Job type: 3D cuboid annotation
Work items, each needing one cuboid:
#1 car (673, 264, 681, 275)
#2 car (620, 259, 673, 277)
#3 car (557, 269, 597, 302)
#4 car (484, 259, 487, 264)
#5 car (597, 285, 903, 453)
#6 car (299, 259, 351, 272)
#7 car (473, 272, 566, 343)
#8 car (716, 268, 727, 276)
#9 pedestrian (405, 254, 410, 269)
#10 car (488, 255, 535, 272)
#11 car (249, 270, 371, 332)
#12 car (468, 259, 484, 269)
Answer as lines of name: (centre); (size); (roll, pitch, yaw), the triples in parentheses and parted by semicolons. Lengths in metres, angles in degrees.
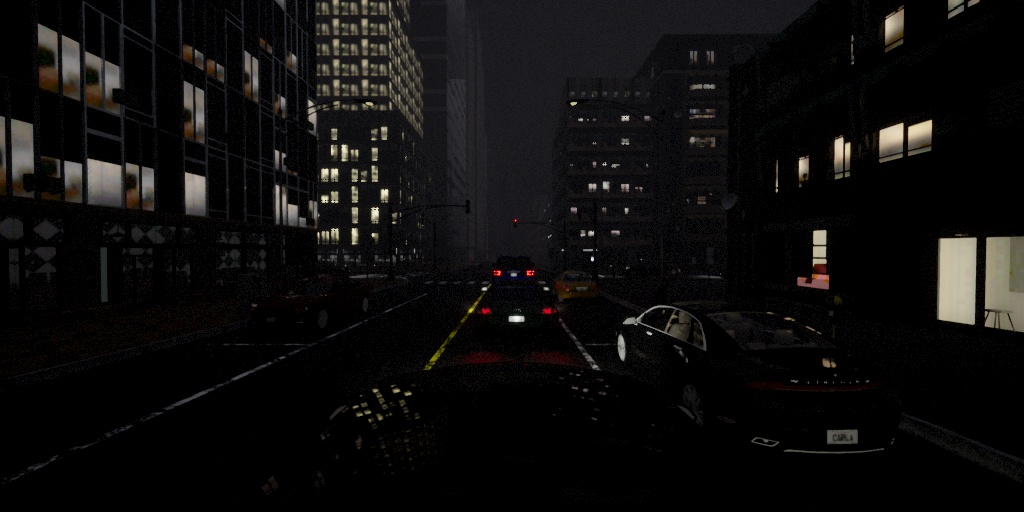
car: (16.294, 1.373, 39.661); (4.403, 1.370, 2.007); (0, 0, 1)
car: (13.600, 1.195, 37.066); (4.553, 1.767, 2.097); (0, 1, 0)
car: (2.813, 1.271, 16.687); (1.751, 1.417, 4.829); (0, 0, 0)
car: (-5.713, 1.304, 60.123); (1.948, 1.339, 4.313); (0, 0, 0)
car: (2.817, 1.299, 5.228); (2.007, 1.370, 4.403); (0, 0, 0)
car: (-17.870, 1.154, 34.321); (4.674, 1.442, 1.812); (1, 1, 2)
car: (0.095, 1.312, 9.652); (1.994, 1.385, 4.181); (0, 0, 0)
car: (24.154, 1.478, 36.955); (5.357, 1.411, 2.033); (0, 1, 1)
pedestrian: (-12.564, 0.670, 42.984); (0.375, 1.860, 0.375); (0, 0, 1)
car: (0.087, 0.967, 19.459); (2.150, 2.045, 5.566); (0, 0, 0)
car: (-5.825, 1.292, 10.927); (1.888, 1.381, 4.507); (0, 0, 0)
car: (-5.710, 1.264, 54.299); (1.751, 1.417, 4.829); (0, 0, 0)
